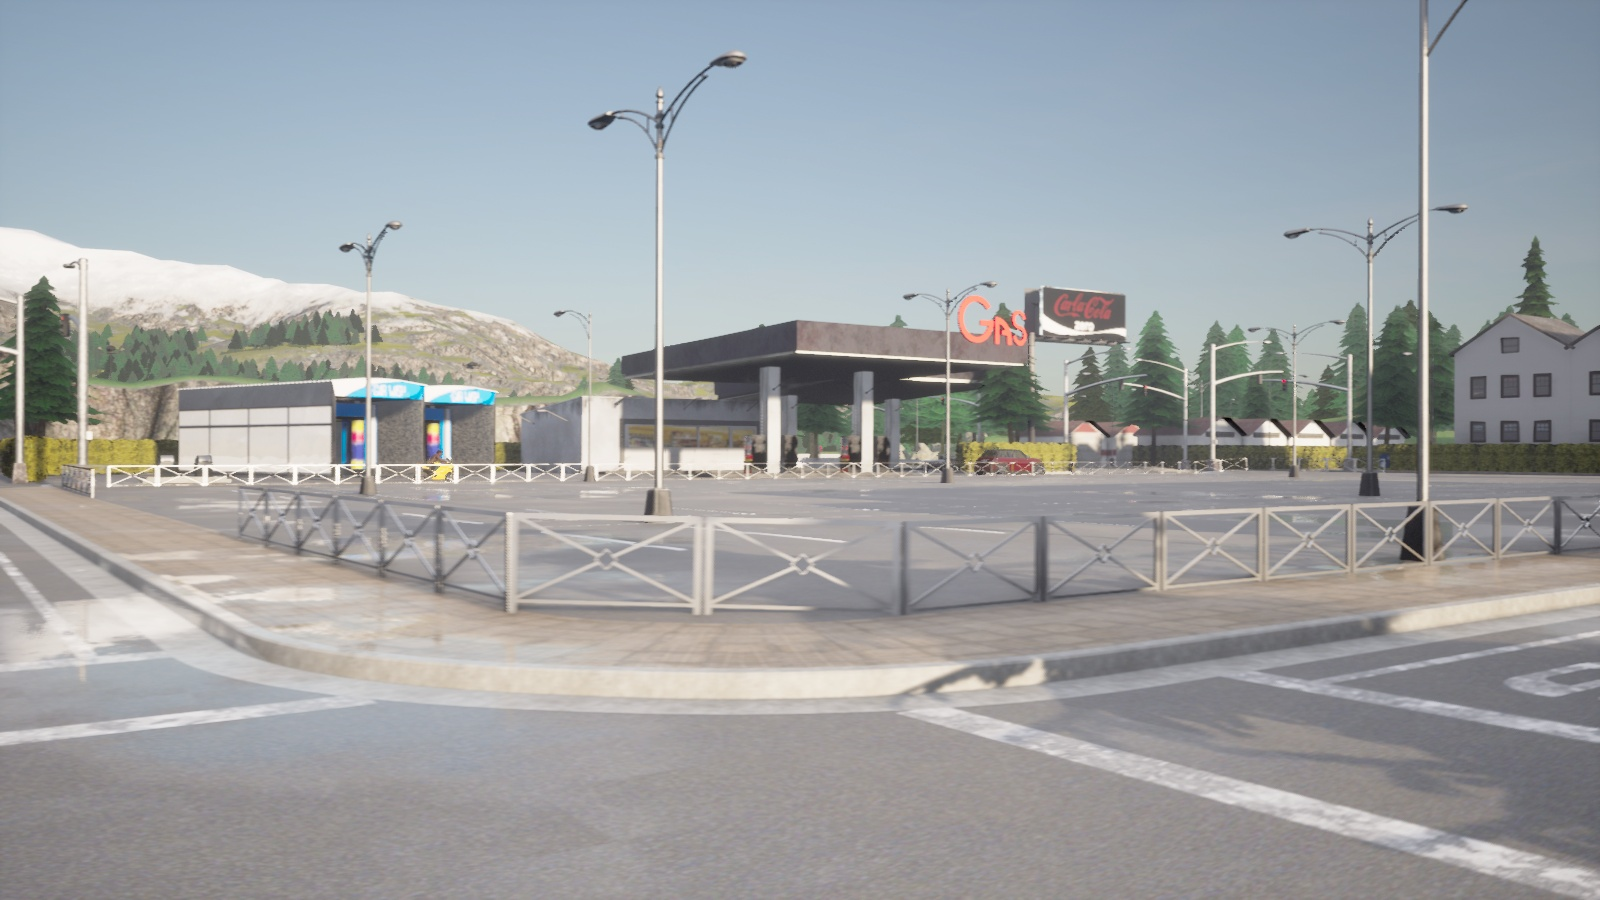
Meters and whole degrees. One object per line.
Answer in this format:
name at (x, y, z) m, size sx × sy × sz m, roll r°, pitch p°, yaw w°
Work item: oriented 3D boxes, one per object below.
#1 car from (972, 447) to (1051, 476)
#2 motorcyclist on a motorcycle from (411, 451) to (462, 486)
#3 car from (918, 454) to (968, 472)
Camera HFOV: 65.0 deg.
car at (12.963, 0.689, 76.894) m, size 4.553 × 1.767 × 2.097 m, roll 0°, pitch 0°, yaw -35°
motorcyclist on a motorcycle at (-16.398, 0.828, 56.698) m, size 2.044 × 1.523 × 0.797 m, roll 0°, pitch 0°, yaw -35°
car at (10.897, 0.956, 95.286) m, size 1.895 × 1.301 × 4.718 m, roll 0°, pitch 0°, yaw 32°
